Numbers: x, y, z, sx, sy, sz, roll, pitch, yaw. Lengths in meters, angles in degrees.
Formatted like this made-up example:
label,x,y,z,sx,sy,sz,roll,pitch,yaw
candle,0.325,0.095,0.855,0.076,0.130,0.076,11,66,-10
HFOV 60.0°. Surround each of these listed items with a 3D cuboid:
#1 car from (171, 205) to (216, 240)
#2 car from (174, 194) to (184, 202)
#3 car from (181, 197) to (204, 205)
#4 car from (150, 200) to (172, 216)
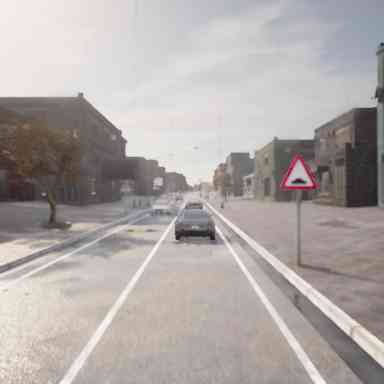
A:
label,x,y,z,sx,sy,sz,roll,pitch,yaw
car,0.153,1.585,17.284,1.994,1.385,4.181,0,0,0
car,-2.767,1.328,73.320,1.837,1.490,4.892,0,0,0
car,0.209,1.514,34.759,2.128,1.511,4.902,0,0,0
car,-2.985,1.550,32.521,1.812,1.442,4.674,0,0,0
